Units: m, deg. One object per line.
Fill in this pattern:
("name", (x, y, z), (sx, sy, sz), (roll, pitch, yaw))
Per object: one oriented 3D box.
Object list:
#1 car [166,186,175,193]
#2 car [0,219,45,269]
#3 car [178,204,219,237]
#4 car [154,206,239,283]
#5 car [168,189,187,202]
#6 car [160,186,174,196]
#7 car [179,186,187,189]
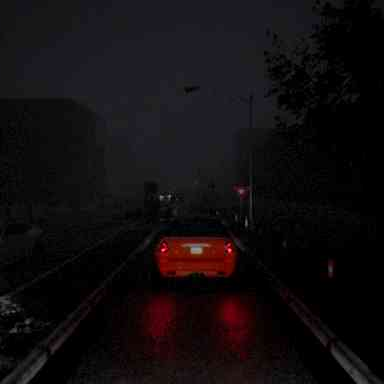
("car", (-5.314, -0.671, 82.597), (1.812, 1.442, 4.674), (0, 2, 0))
("car", (-6.053, 1.579, 10.025), (1.812, 1.442, 4.674), (0, 0, -1))
("car", (0.555, 1.546, 19.816), (2.033, 1.411, 5.357), (0, 1, 5))
("car", (0.115, 1.420, 10.057), (2.097, 1.767, 4.553), (0, 0, 0))
("car", (-2.112, 0.694, 48.906), (1.837, 1.490, 4.892), (0, 2, -1))
("car", (-5.287, -0.243, 66.995), (2.097, 1.767, 4.553), (0, 3, 0))
("car", (-2.317, -0.748, 84.040), (1.882, 1.535, 5.008), (0, 2, 0))
